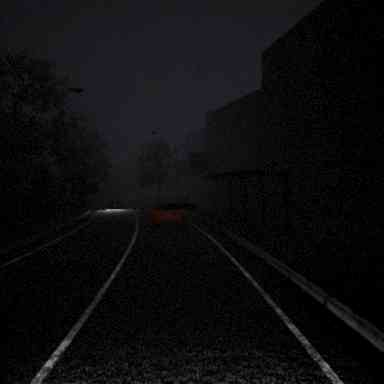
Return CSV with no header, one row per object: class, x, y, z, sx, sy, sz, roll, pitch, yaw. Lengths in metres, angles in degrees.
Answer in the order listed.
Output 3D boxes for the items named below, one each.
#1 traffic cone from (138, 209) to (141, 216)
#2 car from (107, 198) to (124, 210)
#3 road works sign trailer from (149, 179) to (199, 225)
traffic cone,-4.523,1.779,28.695,0.340,0.580,0.340,-1,1,-11
car,-9.423,1.387,40.826,1.994,1.385,4.181,-1,1,-13
road works sign trailer,-1.185,0.654,19.713,2.380,2.880,3.560,-1,1,-15
